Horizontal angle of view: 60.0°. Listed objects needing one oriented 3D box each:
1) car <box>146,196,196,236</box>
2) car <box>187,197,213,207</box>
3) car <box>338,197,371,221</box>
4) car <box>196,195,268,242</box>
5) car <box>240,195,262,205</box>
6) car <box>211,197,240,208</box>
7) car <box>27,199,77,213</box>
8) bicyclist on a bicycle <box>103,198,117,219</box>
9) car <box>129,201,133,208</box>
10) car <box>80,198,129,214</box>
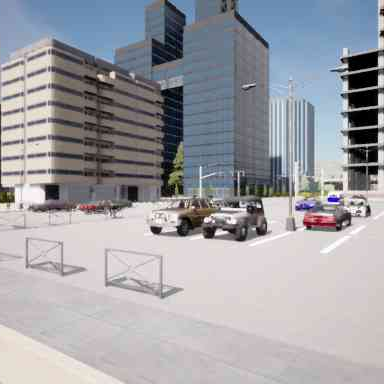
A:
[{"bbox_3d":[-0.237,1.152,17.252,1.932,1.855,4.605,0,0,34],"label":"car"},{"bbox_3d":[1.317,1.560,50.971,1.994,1.385,4.181,0,0,34],"label":"car"},{"bbox_3d":[14.136,1.395,28.564,1.970,1.475,3.806,0,0,34],"label":"car"},{"bbox_3d":[2.133,1.155,15.590,1.905,1.878,3.866,0,0,34],"label":"car"},{"bbox_3d":[10.436,1.349,58.326,2.097,1.767,4.553,0,0,34],"label":"car"},{"bbox_3d":[5.175,1.544,50.448,2.033,1.411,5.357,0,0,33],"label":"car"},{"bbox_3d":[-15.914,1.543,38.151,2.033,1.411,5.357,0,0,34],"label":"car"},{"bbox_3d":[-6.480,1.300,26.203,1.656,1.620,0.582,0,0,34],"label":"bicyclist on a bicycle"},{"bbox_3d":[-10.288,1.560,46.524,1.994,1.385,4.181,0,0,35],"label":"car"},{"bbox_3d":[-9.319,1.597,35.061,1.895,1.301,4.718,0,0,34],"label":"car"}]
